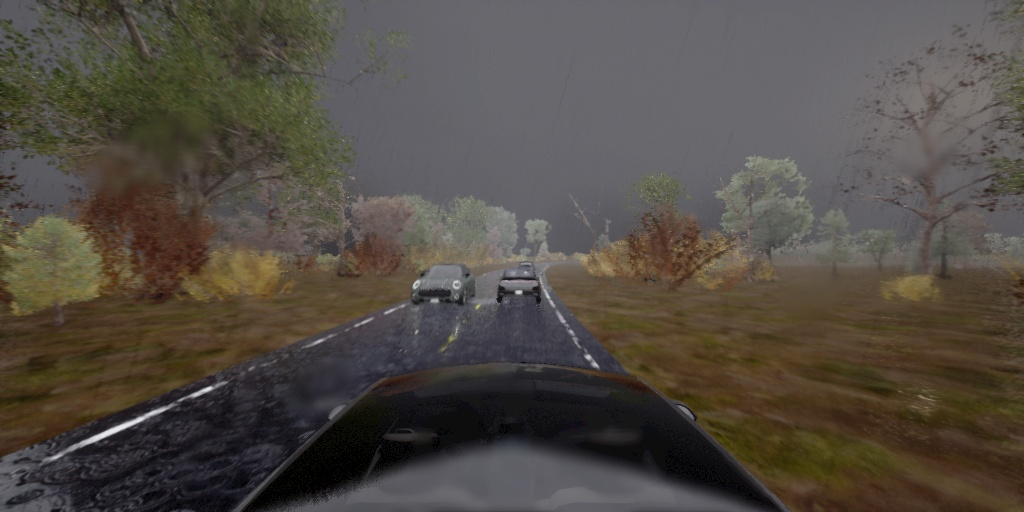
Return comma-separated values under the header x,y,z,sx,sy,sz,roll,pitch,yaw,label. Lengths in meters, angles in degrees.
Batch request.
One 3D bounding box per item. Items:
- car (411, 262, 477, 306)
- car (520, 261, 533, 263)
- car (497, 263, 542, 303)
x,y,z,sx,sy,sz,roll,pitch,yaw,label
-2.835,1.095,15.732,2.097,1.767,4.553,0,0,2,car
1.492,1.277,36.521,1.837,1.490,4.892,0,0,5,car
0.357,1.248,16.756,2.128,1.511,4.902,0,0,2,car
